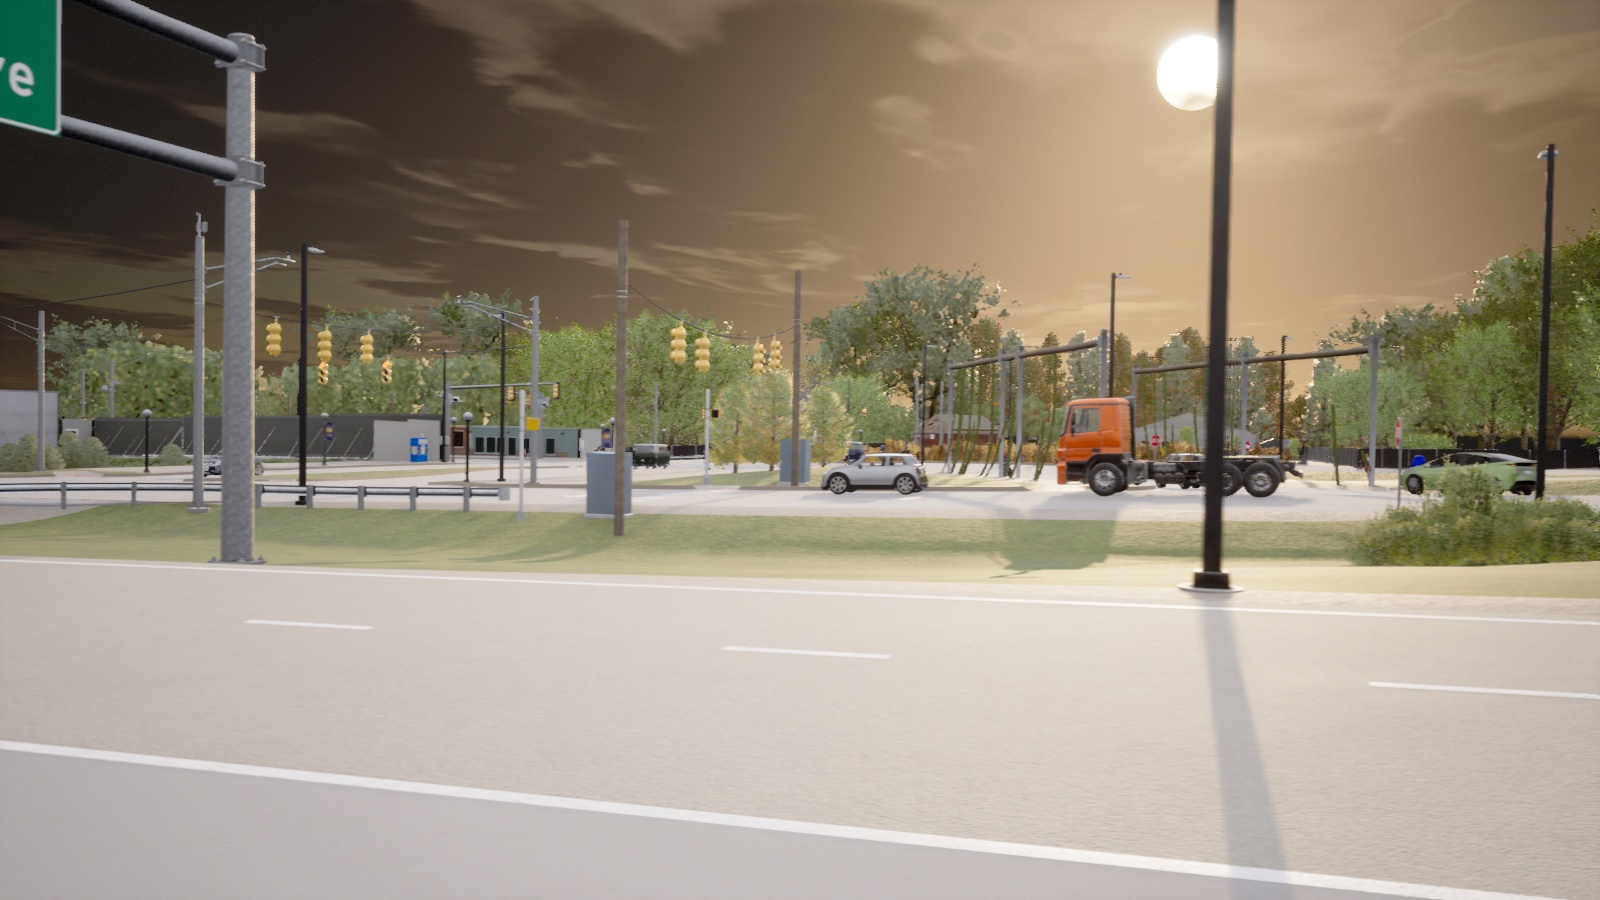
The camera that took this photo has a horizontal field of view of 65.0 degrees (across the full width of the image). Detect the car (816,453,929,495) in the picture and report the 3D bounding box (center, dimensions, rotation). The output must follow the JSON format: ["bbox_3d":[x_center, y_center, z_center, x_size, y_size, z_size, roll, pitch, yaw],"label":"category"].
[{"bbox_3d":[2.698,0.851,46.440,3.806,1.475,1.970,0,1,18],"label":"car"}]

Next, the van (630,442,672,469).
[{"bbox_3d":[-11.223,0.430,94.799,1.775,1.987,4.442,1,0,12],"label":"van"}]

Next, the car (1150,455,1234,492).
[{"bbox_3d":[16.360,0.971,52.575,1.970,1.475,3.806,1,-1,-6],"label":"car"}]

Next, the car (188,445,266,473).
[{"bbox_3d":[-31.725,0.488,69.646,1.970,1.475,3.806,1,1,15],"label":"car"}]

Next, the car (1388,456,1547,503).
[{"bbox_3d":[23.017,0.981,43.502,2.007,1.525,4.514,1,-1,-26],"label":"car"}]

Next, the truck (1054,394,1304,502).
[{"bbox_3d":[12.960,-0.082,43.022,7.936,3.462,2.891,0,1,22],"label":"truck"}]
